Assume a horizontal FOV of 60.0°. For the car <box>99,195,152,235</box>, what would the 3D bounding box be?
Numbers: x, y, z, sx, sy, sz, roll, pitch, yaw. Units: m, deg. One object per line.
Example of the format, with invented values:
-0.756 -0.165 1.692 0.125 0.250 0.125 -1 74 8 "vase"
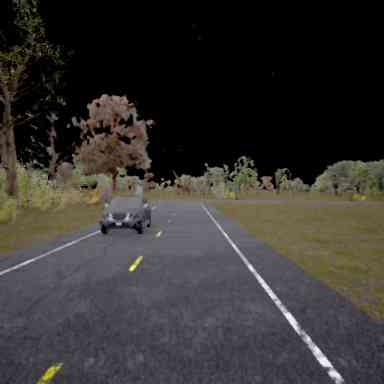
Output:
-3.607 1.213 19.111 2.150 2.045 5.566 0 0 0 "car"
